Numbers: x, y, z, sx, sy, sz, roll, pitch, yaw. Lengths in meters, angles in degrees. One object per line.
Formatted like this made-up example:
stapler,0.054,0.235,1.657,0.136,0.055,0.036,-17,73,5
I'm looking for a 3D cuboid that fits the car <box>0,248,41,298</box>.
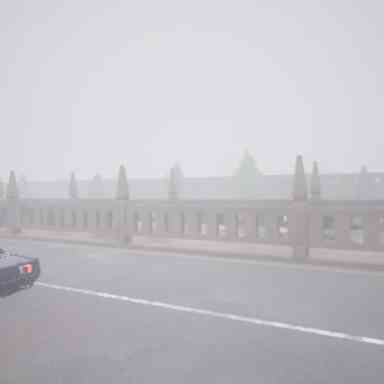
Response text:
car,-5.371,1.506,6.631,4.718,1.301,1.895,0,2,27
